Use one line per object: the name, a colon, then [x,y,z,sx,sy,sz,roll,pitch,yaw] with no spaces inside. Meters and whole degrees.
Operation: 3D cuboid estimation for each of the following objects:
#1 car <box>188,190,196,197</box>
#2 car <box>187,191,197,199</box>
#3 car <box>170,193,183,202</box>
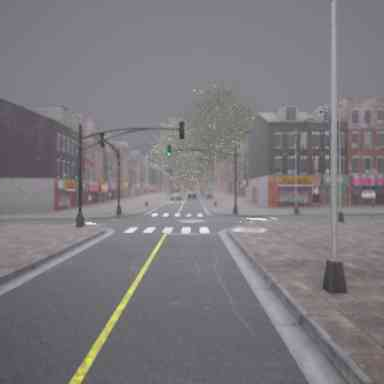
car: [0.016,0.356,78.581,1.994,1.385,4.181,0,1,0]
car: [0.014,0.660,68.159,1.882,1.535,5.008,0,1,0]
car: [-2.791,0.909,58.927,1.812,1.442,4.674,0,1,1]
